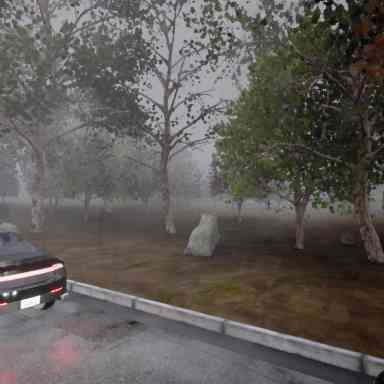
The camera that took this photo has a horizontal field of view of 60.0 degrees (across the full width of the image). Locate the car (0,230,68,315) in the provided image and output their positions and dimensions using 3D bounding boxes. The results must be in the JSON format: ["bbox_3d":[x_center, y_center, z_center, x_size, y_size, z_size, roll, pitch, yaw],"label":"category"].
[{"bbox_3d":[-4.481,1.501,6.577,4.902,1.511,2.128,0,0,36],"label":"car"}]

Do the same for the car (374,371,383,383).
[{"bbox_3d":[3.250,1.490,1.059,4.902,1.511,2.128,0,0,36],"label":"car"}]
